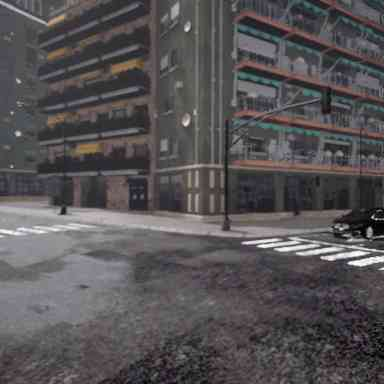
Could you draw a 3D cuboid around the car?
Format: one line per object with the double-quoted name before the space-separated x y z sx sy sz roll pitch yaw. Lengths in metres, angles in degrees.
"car" 9.432 1.606 17.833 4.892 1.490 1.837 0 0 -33
